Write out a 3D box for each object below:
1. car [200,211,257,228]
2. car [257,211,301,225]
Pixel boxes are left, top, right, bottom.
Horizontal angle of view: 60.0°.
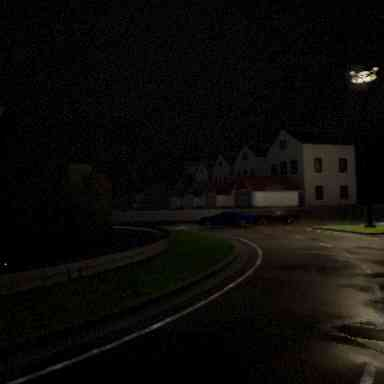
[{"bbox_3d":[3.201,2.501,30.811,5.008,1.535,1.882,-2,-2,12],"label":"car"},{"bbox_3d":[8.398,2.585,33.546,4.718,1.301,1.895,-1,-2,0],"label":"car"}]
